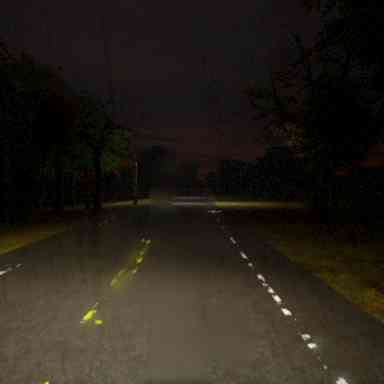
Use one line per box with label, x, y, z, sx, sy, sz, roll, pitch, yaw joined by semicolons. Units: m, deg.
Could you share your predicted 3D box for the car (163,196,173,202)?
car;-5.487;1.653;76.364;1.895;1.301;4.718;0;0;1
